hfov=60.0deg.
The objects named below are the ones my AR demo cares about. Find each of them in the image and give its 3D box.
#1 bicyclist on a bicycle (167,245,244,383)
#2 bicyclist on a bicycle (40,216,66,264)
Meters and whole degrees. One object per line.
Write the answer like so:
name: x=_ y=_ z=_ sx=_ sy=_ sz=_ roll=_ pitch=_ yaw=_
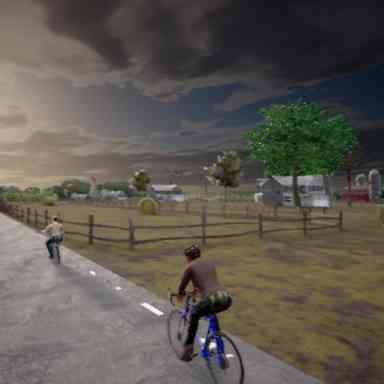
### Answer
bicyclist on a bicycle: x=0.096 y=1.525 z=4.252 sx=0.582 sy=1.620 sz=1.656 roll=0 pitch=-1 yaw=-34
bicyclist on a bicycle: x=-4.788 y=1.622 z=11.555 sx=0.866 sy=1.612 sz=1.509 roll=0 pitch=-1 yaw=-34
